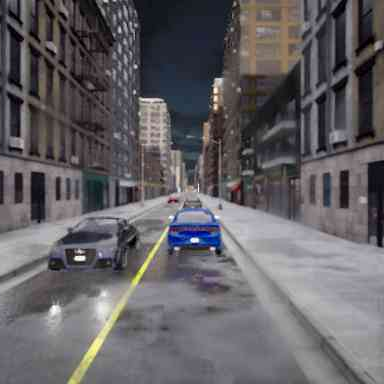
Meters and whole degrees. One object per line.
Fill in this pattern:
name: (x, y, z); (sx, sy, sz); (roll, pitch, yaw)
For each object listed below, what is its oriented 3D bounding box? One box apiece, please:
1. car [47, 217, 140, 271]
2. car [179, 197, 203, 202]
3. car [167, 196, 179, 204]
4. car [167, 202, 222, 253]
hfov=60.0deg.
car: (-2.862, 1.492, 10.502); (1.994, 1.385, 4.181); (0, 0, 0)
car: (0.065, 1.268, 34.071); (2.128, 1.511, 4.902); (0, 0, 0)
car: (-2.874, 1.263, 52.789); (1.895, 1.301, 4.718); (0, 0, 0)
car: (0.086, 1.388, 13.191); (1.882, 1.535, 5.008); (0, 0, 0)
